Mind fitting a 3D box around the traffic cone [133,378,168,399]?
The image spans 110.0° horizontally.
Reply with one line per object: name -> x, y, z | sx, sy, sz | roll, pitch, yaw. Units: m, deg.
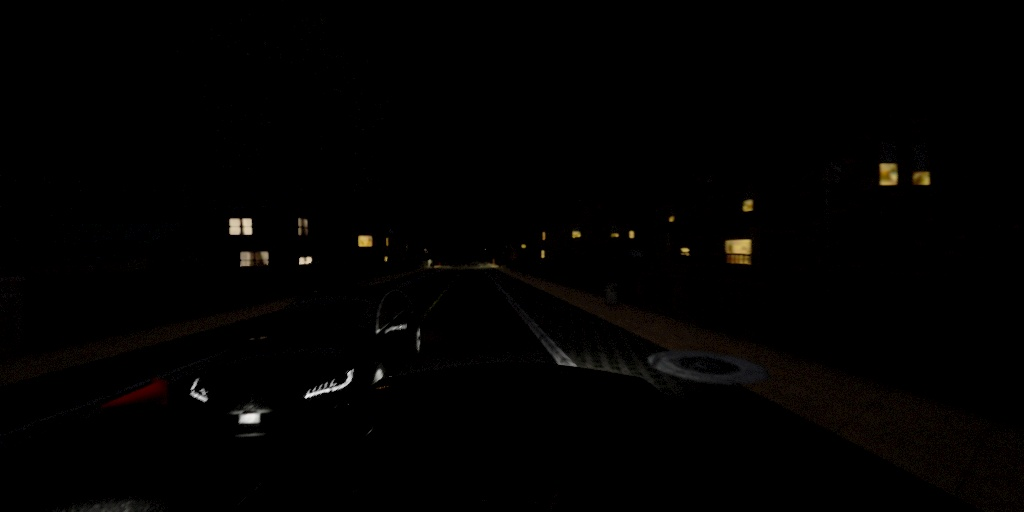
traffic cone -> -4.937, 1.606, 5.036 | 0.340, 0.580, 0.340 | 0, 0, -5

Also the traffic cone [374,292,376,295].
traffic cone -> -5.822, 1.816, 15.306 | 0.340, 0.580, 0.340 | 0, 0, -6

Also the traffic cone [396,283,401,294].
traffic cone -> -6.365, 1.836, 20.278 | 0.340, 0.580, 0.340 | 0, 0, -6

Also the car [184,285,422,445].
car -> -2.682, 1.294, 5.816 | 1.837, 1.490, 4.892 | -1, 0, -5
